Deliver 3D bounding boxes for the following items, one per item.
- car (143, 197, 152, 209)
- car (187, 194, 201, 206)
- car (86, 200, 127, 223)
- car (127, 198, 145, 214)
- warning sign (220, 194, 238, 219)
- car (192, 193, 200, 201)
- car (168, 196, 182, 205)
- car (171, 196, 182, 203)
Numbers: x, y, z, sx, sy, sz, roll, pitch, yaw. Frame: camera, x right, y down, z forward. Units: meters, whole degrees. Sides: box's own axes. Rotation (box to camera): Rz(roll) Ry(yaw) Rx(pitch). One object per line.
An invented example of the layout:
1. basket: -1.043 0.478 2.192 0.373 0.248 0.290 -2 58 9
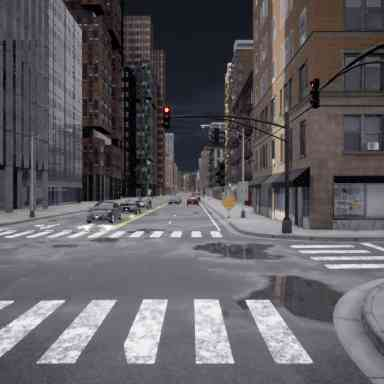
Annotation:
1. car: -6.581 1.502 45.387 2.128 1.511 4.902 0 0 0
2. car: 0.110 1.493 54.876 1.882 1.535 5.008 0 0 0
3. car: -6.595 1.508 25.424 1.837 1.490 4.892 0 0 0
4. car: -6.596 1.570 35.413 1.994 1.385 4.181 0 0 0
5. warning sign: 2.858 1.118 25.685 1.300 1.860 1.060 0 0 0
6. car: 0.990 1.268 85.720 2.150 2.045 5.566 0 0 0
7. car: -3.140 1.619 59.418 1.895 1.301 4.718 0 0 0
8. car: -3.142 1.573 69.676 2.033 1.411 5.357 0 0 0
